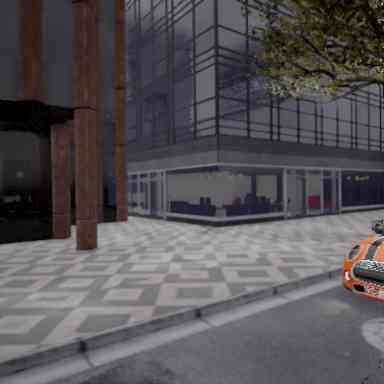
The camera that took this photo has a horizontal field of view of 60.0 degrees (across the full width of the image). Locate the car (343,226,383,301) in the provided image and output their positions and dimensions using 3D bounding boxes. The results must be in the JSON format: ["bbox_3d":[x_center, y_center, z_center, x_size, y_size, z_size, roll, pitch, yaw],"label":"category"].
[{"bbox_3d":[5.239,1.173,7.118,4.553,1.767,2.097,-2,1,-35],"label":"car"}]
